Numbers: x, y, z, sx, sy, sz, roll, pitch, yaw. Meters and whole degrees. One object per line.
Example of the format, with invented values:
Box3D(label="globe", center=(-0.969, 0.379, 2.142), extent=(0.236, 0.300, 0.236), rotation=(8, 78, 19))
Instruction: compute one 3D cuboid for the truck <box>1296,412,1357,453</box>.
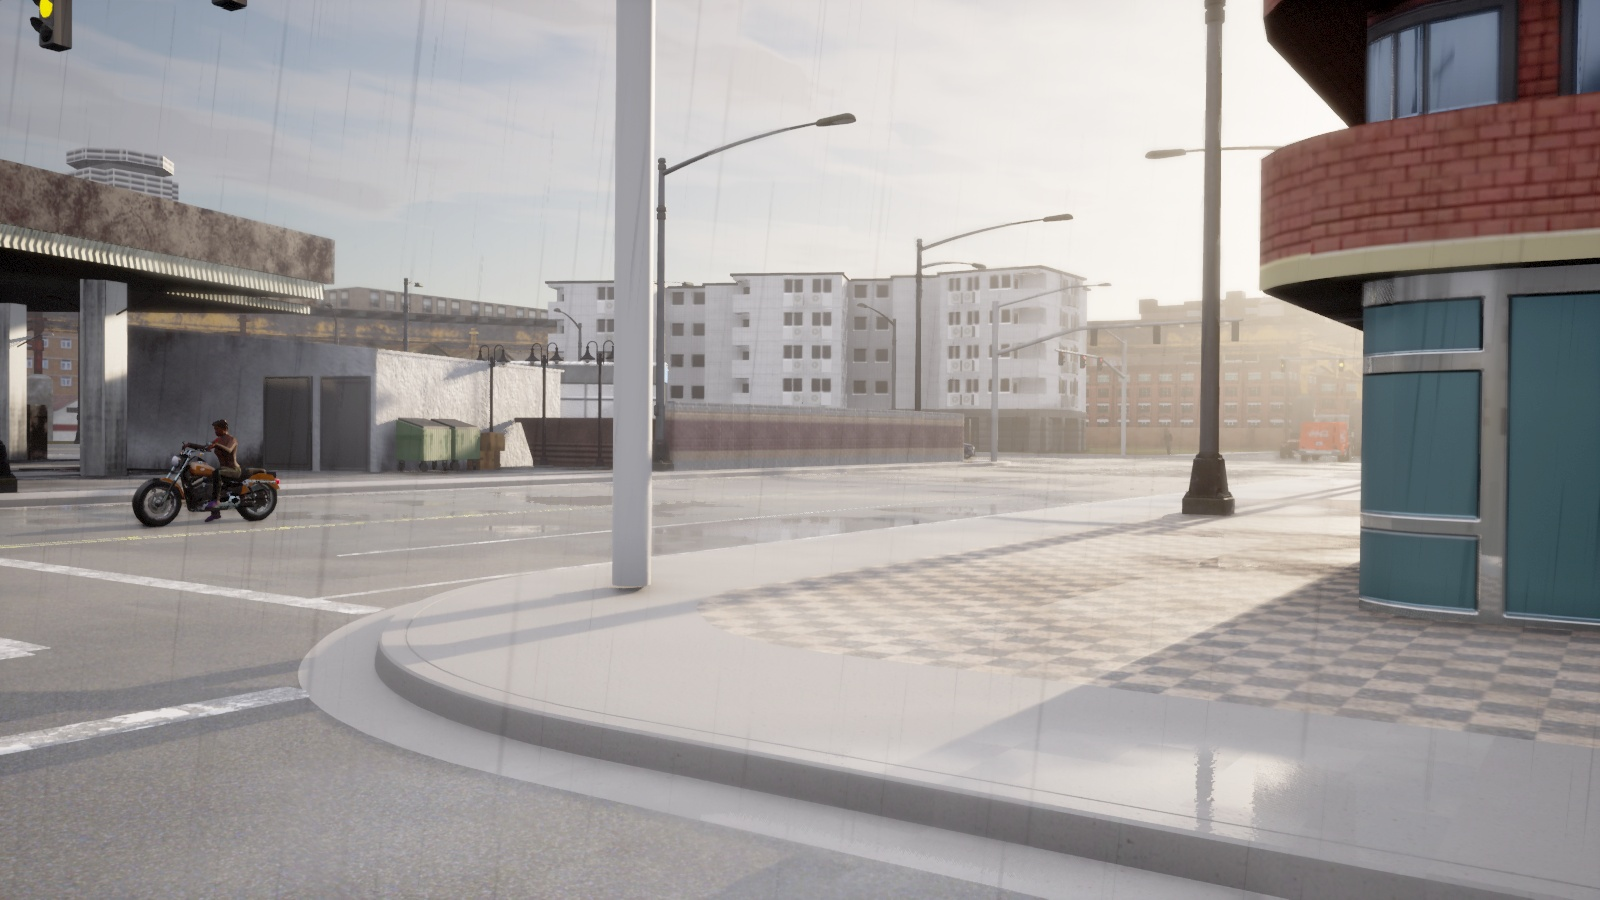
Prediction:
Box3D(label="truck", center=(32.900, -1.118, 78.338), extent=(2.627, 2.467, 5.204), rotation=(0, 1, 33))

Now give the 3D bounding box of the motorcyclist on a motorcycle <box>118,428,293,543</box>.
Box3D(label="motorcyclist on a motorcycle", center=(-9.084, 0.500, 19.299), extent=(0.766, 1.649, 2.350), rotation=(0, 1, 33))

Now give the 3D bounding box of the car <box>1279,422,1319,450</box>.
Box3D(label="car", center=(35.025, -0.993, 88.112), extent=(1.905, 1.878, 3.866), rotation=(0, 1, 33))
